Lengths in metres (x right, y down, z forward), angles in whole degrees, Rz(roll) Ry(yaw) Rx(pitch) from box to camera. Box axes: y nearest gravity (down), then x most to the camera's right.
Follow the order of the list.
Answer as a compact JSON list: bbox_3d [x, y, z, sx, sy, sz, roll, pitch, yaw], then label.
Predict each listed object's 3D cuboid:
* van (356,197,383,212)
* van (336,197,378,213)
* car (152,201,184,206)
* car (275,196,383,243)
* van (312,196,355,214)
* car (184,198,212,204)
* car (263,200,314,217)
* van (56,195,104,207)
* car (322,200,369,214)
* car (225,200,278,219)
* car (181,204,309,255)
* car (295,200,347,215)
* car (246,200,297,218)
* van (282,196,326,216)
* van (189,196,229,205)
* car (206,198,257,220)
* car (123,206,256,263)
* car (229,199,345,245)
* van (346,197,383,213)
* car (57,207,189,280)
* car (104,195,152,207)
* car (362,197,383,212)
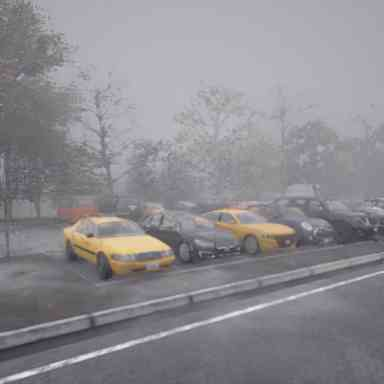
[{"bbox_3d":[25.892,1.796,46.923,1.878,1.987,4.442,2,-1,-35],"label":"van"},{"bbox_3d":[21.511,1.643,43.514,1.878,1.987,4.442,1,-1,-35],"label":"van"},{"bbox_3d":[-3.141,1.501,25.860,1.946,1.575,5.366,1,0,-35],"label":"car"},{"bbox_3d":[6.445,1.281,16.822,2.435,2.045,5.566,1,0,-35],"label":"car"},{"bbox_3d":[17.121,1.565,40.385,1.878,1.987,4.442,1,0,-35],"label":"van"},{"bbox_3d":[-0.991,1.535,27.612,2.231,1.521,4.892,1,0,-35],"label":"car"},{"bbox_3d":[10.288,1.696,35.651,2.231,1.521,4.892,1,0,-35],"label":"car"},{"bbox_3d":[-7.924,1.235,22.822,1.878,1.987,4.442,0,0,-35],"label":"van"},{"bbox_3d":[19.304,1.823,42.091,2.097,1.535,5.008,1,0,-35],"label":"car"},{"bbox_3d":[5.674,1.629,32.363,2.097,1.535,5.008,1,0,-35],"label":"car"},{"bbox_3d":[1.904,1.478,13.629,2.097,1.535,5.008,1,0,-35],"label":"car"},{"bbox_3d":[14.904,1.756,38.722,1.946,1.575,5.366,1,0,-36],"label":"car"},{"bbox_3d":[8.032,1.662,34.044,2.097,1.535,5.008,1,0,-35],"label":"car"},{"bbox_3d":[12.474,1.501,37.361,1.878,1.987,4.442,1,0,-35],"label":"van"},{"bbox_3d":[1.196,1.340,29.322,1.878,1.987,4.442,1,0,-35],"label":"van"},{"bbox_3d":[3.536,1.473,30.808,2.185,1.767,4.553,1,0,-35],"label":"car"},{"bbox_3d":[-0.353,1.463,12.019,2.231,1.521,4.892,0,0,-35],"label":"car"},{"bbox_3d":[4.152,1.378,15.261,2.185,1.767,4.553,1,0,-35],"label":"car"},{"bbox_3d":[23.739,1.723,45.388,1.878,1.987,4.442,2,-1,-35],"label":"van"},{"bbox_3d":[-2.497,1.450,10.257,1.946,1.575,5.366,0,0,-35],"label":"car"},{"bbox_3d":[-5.517,1.226,24.428,2.435,2.045,5.566,0,0,-35],"label":"car"},{"bbox_3d":[28.232,1.847,48.413,2.435,2.045,5.566,2,-1,-35],"label":"car"}]
